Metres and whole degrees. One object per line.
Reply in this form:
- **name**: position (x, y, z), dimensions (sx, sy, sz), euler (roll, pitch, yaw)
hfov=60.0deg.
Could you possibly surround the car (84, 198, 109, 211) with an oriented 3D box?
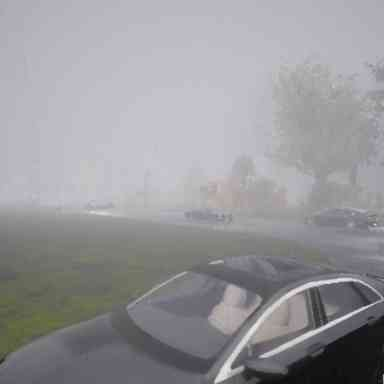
- **car**: position (-14.567, 1.842, 49.697), dimensions (2.097, 1.767, 4.553), euler (1, -1, -35)

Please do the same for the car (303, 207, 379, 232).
- **car**: position (9.956, 1.791, 22.645), dimensions (1.837, 1.490, 4.892), euler (1, -1, -38)

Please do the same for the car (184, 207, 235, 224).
- **car**: position (1.414, 1.917, 27.727), dimensions (1.895, 1.301, 4.718), euler (1, -1, -37)

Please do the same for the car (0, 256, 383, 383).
- **car**: position (0.515, 1.516, 3.412), dimensions (4.902, 1.511, 2.128), euler (1, 0, -37)

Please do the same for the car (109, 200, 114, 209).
- **car**: position (-14.671, 2.079, 56.208), dimensions (1.812, 1.442, 4.674), euler (1, -1, -35)
